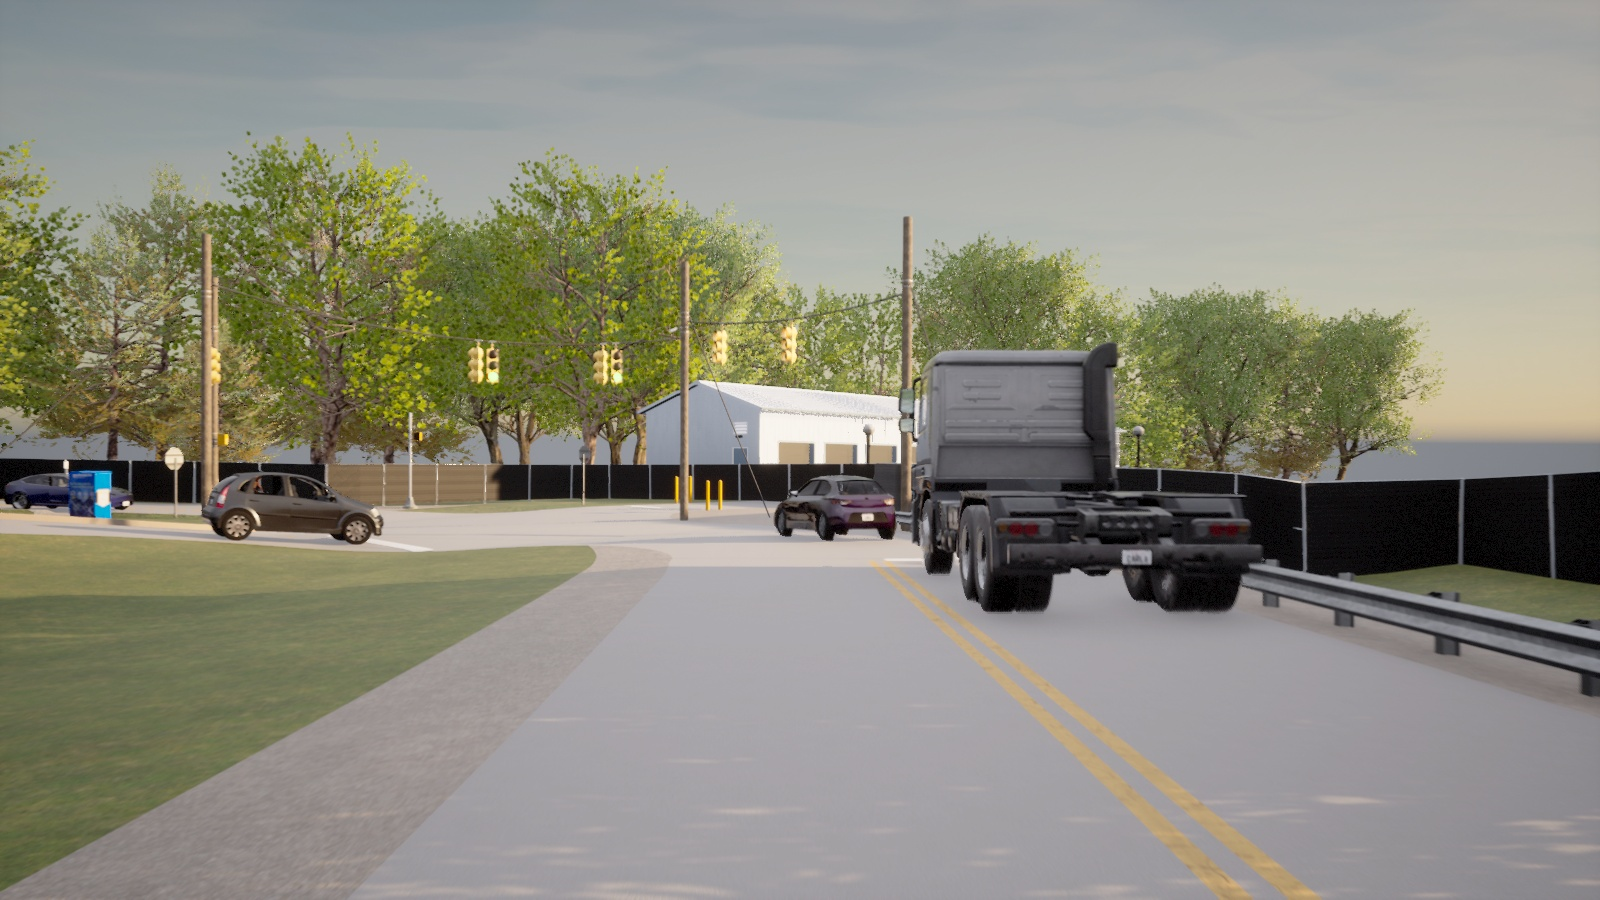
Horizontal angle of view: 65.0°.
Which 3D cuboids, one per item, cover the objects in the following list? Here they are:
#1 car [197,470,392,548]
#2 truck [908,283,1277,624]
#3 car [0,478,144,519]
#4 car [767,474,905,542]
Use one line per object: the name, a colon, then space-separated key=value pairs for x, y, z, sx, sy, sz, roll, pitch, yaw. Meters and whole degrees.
car: x=-12.169 y=1.429 z=30.292 sx=3.988 sy=1.617 sz=1.851 roll=5 pitch=-2 yaw=-33
truck: x=3.317 y=0.097 z=16.746 sx=2.891 sy=3.462 sz=7.936 roll=0 pitch=-1 yaw=-1
car: x=-29.204 y=1.910 z=50.287 sx=4.792 sy=1.488 sz=2.163 roll=1 pitch=1 yaw=6
car: x=0.777 y=1.356 z=30.019 sx=1.816 sy=1.474 sz=4.193 roll=0 pitch=-2 yaw=-21
